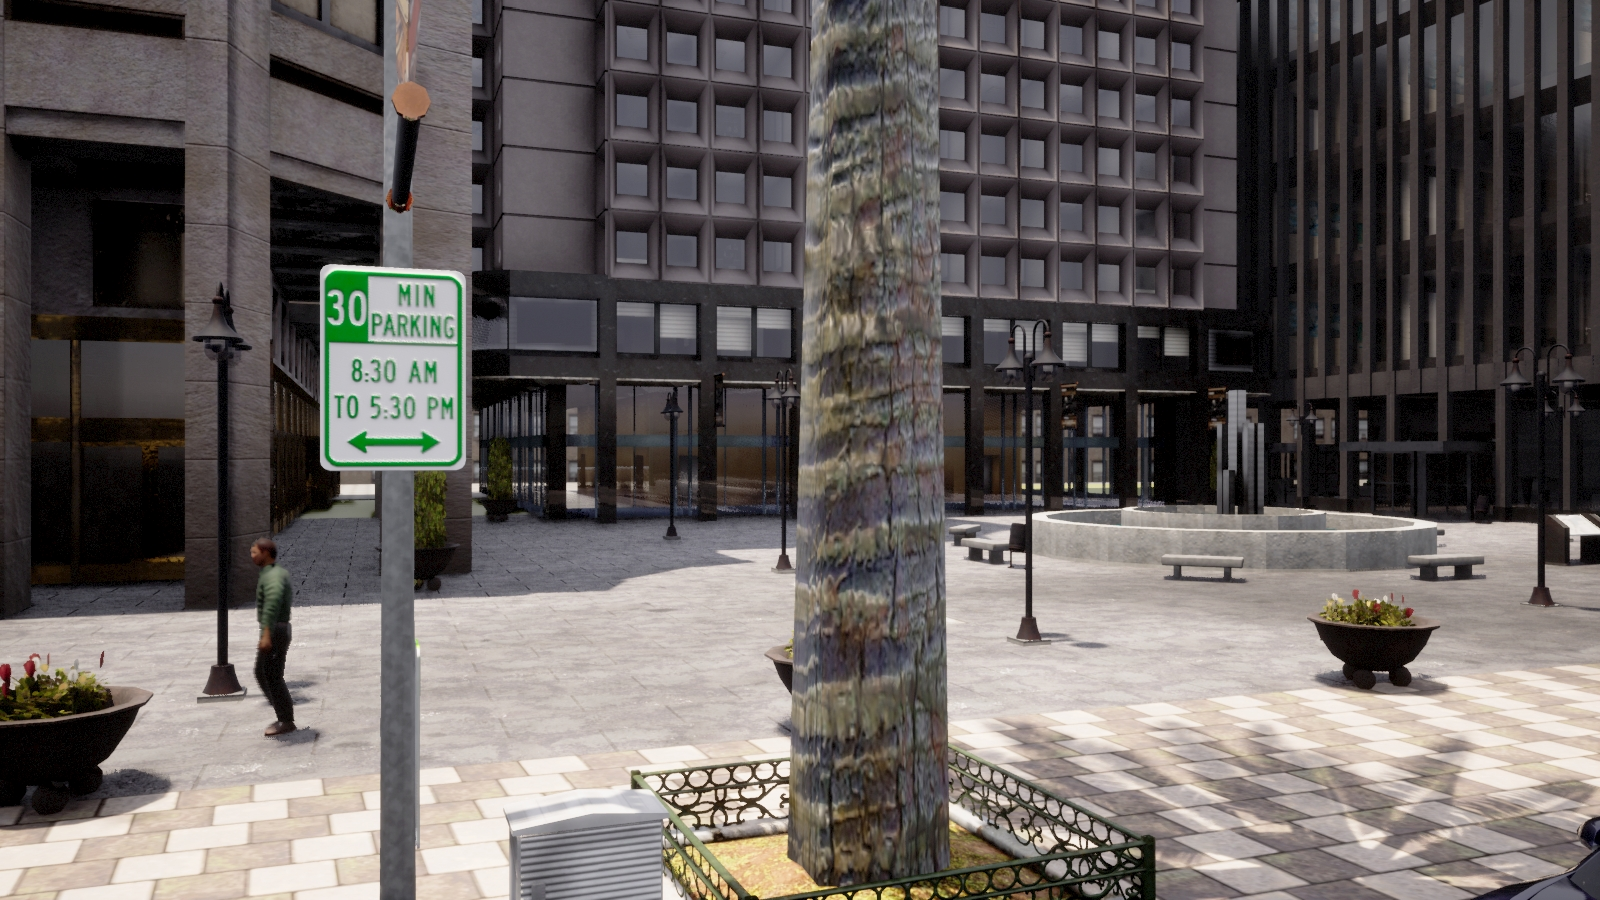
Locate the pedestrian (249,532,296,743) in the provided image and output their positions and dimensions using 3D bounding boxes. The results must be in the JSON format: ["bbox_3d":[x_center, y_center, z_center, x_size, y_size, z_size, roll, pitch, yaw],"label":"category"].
[{"bbox_3d":[-4.848,1.704,10.516,0.375,1.860,0.375,0,0,-22],"label":"pedestrian"}]
